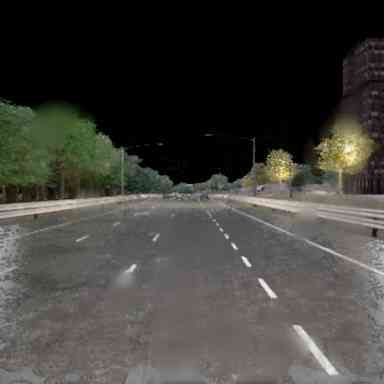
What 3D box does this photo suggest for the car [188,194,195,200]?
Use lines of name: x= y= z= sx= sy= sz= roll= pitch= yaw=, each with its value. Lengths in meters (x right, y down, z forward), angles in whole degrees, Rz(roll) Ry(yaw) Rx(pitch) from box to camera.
car: x=-0.048 y=1.337 z=91.816 sx=2.128 sy=1.511 sz=4.902 roll=0 pitch=0 yaw=0

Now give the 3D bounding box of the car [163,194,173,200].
car: x=-7.048 y=1.311 z=91.813 sx=1.837 sy=1.490 sz=4.892 roll=0 pitch=0 yaw=0

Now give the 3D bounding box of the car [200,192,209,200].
car: x=3.452 y=1.037 z=91.850 sx=2.150 sy=2.045 sz=5.566 roll=0 pitch=0 yaw=0

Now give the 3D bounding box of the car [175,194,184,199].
car: x=-3.548 y=1.367 z=92.231 sx=1.994 sy=1.385 sz=4.181 roll=0 pitch=0 yaw=0
